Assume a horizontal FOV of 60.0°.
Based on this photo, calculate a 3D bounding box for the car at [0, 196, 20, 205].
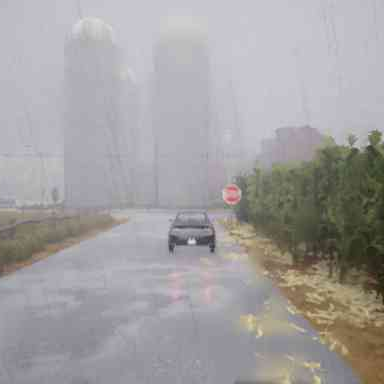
[{"bbox_3d":[-36.986,1.709,65.004,4.611,1.667,2.242,0,0,0],"label":"car"}]

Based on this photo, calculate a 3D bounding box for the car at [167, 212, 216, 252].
[{"bbox_3d":[-0.002,1.587,14.288,2.128,1.511,4.902,0,0,0],"label":"car"}]
